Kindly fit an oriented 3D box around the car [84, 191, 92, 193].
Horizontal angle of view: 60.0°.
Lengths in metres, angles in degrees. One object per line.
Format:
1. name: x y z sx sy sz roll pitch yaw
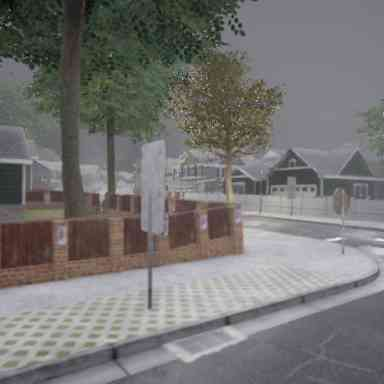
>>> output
1. car: -15.331 0.531 48.819 1.812 1.442 4.674 0 1 -30
